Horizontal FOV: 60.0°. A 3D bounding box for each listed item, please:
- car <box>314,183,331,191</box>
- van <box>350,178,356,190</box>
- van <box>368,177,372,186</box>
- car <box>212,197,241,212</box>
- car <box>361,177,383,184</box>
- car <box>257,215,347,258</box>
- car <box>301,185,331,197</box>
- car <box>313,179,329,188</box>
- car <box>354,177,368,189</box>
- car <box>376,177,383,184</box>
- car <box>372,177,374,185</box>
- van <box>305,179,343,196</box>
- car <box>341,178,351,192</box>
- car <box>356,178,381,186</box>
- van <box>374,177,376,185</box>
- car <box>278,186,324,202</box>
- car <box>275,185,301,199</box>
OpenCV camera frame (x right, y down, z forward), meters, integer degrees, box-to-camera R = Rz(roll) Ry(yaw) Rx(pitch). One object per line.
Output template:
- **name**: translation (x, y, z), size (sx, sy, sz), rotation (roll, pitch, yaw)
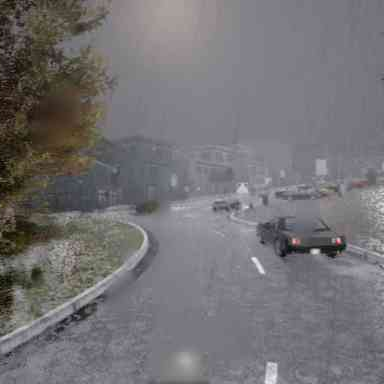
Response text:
- **car**: translation (26.184, -1.040, 66.615), size (1.994, 1.385, 4.181), rotation (-3, 2, 38)
- **van**: translation (25.394, -1.023, 57.721), size (4.442, 1.987, 1.878), rotation (-3, 2, 19)
- **van**: translation (33.143, -1.841, 67.203), size (4.442, 1.987, 1.878), rotation (-3, 2, 19)
- **car**: translation (3.907, 1.340, 36.827), size (2.128, 1.511, 4.902), rotation (-2, 2, 29)
- **car**: translation (44.320, -2.815, 81.592), size (4.892, 1.521, 2.231), rotation (-3, 2, 18)
- **car**: translation (3.687, 1.495, 12.204), size (1.895, 1.301, 4.718), rotation (-1, 0, -1)
- **car**: translation (16.117, 0.245, 45.763), size (4.674, 1.452, 2.002), rotation (-3, 2, 19)
- **car**: translation (29.558, -1.907, 76.164), size (2.097, 1.767, 4.553), rotation (-3, 2, 38)
- **car**: translation (29.295, -1.459, 62.456), size (5.566, 2.045, 2.435), rotation (-3, 2, 19)
- **car**: translation (38.869, -2.227, 74.350), size (5.366, 1.575, 1.946), rotation (-3, 2, 19)
- **car**: translation (34.890, -1.936, 69.639), size (4.553, 1.767, 2.185), rotation (-3, 2, 19)
- **van**: translation (19.974, -0.429, 50.494), size (4.442, 1.987, 1.878), rotation (-3, 2, 18)
- **car**: translation (21.713, -0.649, 52.917), size (5.566, 2.045, 2.435), rotation (-3, 2, 19)
- **car**: translation (40.605, -2.389, 76.789), size (4.792, 1.488, 2.163), rotation (-3, 2, 18)
- **van**: translation (36.682, -2.233, 72.041), size (4.442, 1.987, 1.878), rotation (-3, 2, 19)
- **car**: translation (14.227, 0.407, 43.384), size (4.892, 1.521, 2.231), rotation (-3, 2, 19)
- **car**: translation (14.696, 0.128, 51.864), size (1.882, 1.535, 5.008), rotation (-3, 2, 38)
